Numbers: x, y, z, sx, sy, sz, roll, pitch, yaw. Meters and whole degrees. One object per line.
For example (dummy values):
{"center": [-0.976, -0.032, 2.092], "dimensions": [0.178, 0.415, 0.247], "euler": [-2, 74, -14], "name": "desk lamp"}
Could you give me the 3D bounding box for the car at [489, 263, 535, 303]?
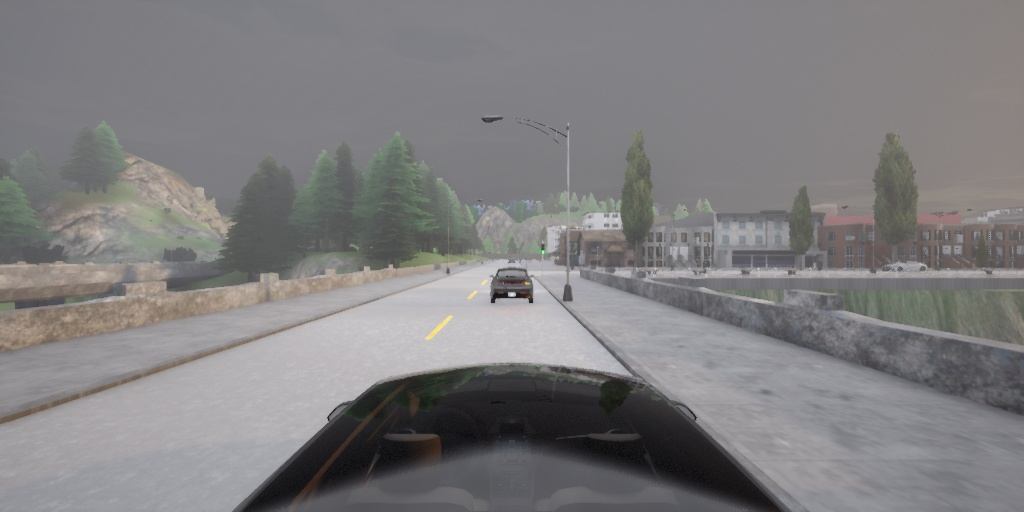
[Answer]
{"center": [0.000, 1.264, 16.500], "dimensions": [1.837, 1.490, 4.892], "euler": [0, 0, 0], "name": "car"}
